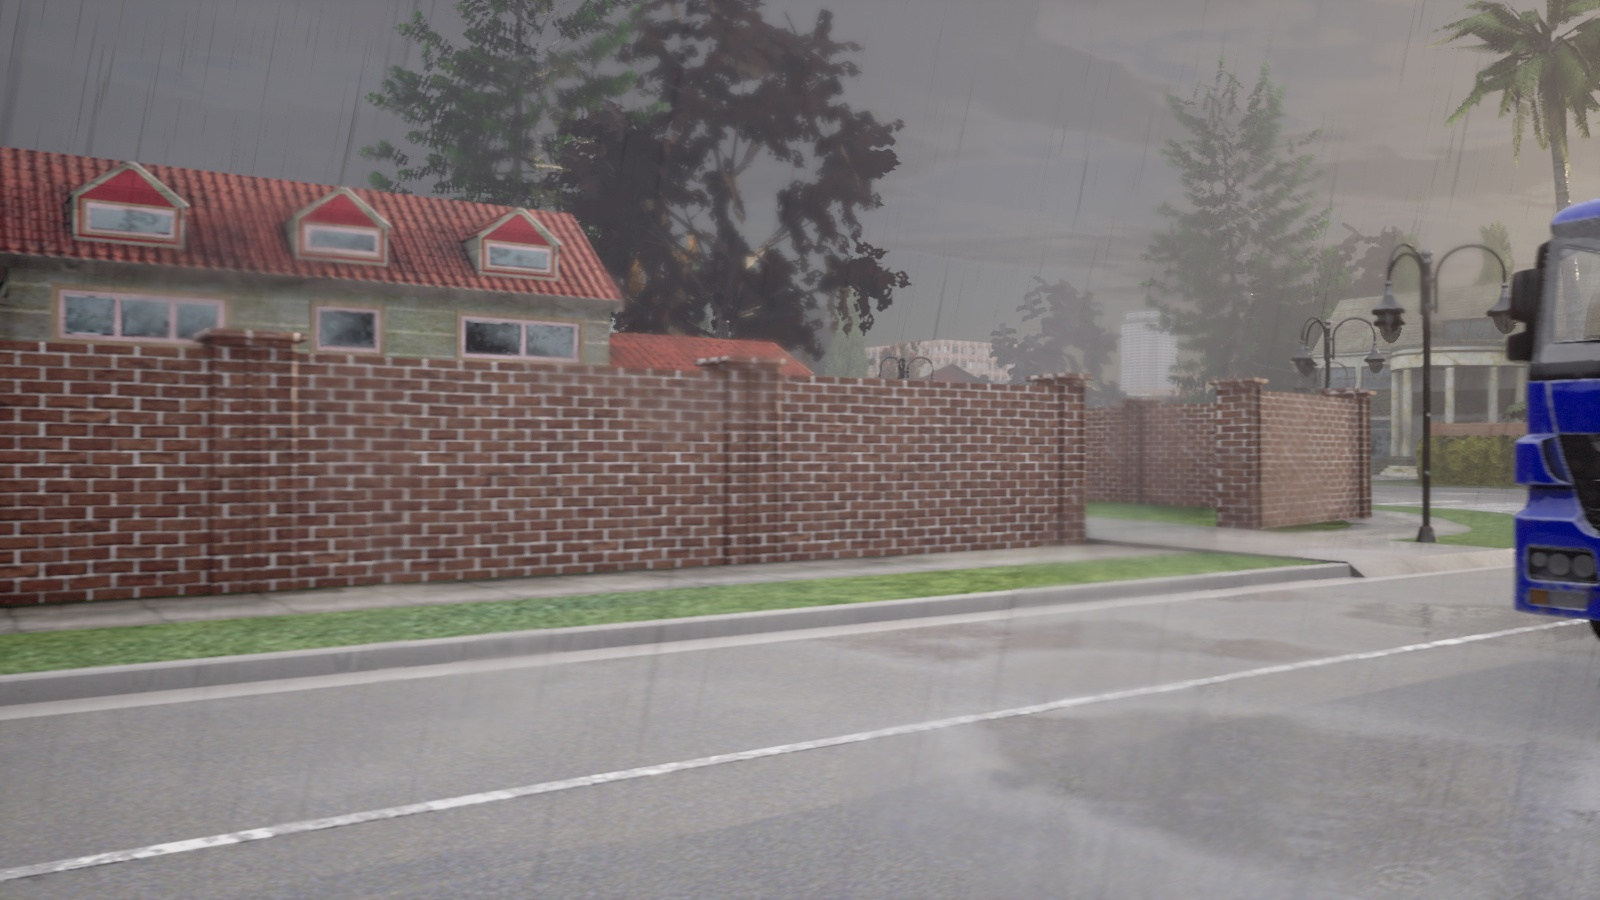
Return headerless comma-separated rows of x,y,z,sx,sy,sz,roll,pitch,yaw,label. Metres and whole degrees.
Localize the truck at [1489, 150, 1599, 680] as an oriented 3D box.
8.906,-0.232,9.863,7.936,3.462,2.891,0,0,-35,truck
